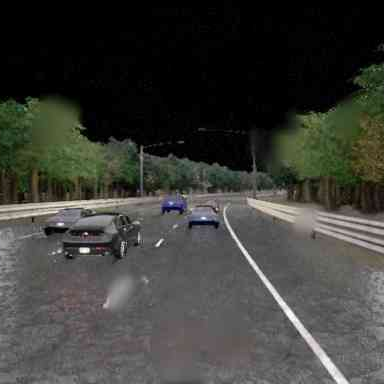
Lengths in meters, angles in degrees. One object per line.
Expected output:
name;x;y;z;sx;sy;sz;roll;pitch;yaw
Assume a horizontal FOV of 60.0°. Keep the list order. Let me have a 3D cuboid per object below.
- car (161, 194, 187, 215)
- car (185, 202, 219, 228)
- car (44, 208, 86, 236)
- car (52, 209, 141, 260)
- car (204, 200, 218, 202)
car;-1.778;1.259;34.830;2.150;2.045;5.566;0;0;5
car;0.830;1.582;22.443;1.994;1.385;4.181;0;0;3
car;-6.397;1.566;18.404;1.994;1.385;4.181;0;0;3
car;-3.141;1.505;12.389;1.837;1.490;4.892;0;0;2
car;2.311;1.619;40.616;1.994;1.385;4.181;0;0;6
